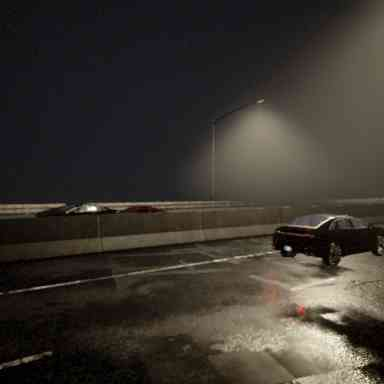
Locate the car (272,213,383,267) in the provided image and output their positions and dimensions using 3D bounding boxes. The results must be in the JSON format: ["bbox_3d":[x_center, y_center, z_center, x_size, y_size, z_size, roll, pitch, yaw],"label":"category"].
[{"bbox_3d":[4.900,1.499,11.496,4.902,1.511,2.128,0,0,-35],"label":"car"}]

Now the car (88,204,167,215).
[{"bbox_3d":[-3.114,1.522,18.873,4.674,1.442,1.812,0,0,-35],"label":"car"}]

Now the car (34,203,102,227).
[{"bbox_3d":[-8.725,1.554,23.493,4.181,1.385,1.994,0,0,-35],"label":"car"}]

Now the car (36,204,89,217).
[{"bbox_3d":[-6.922,1.485,20.484,4.902,1.511,2.128,0,0,-35],"label":"car"}]
